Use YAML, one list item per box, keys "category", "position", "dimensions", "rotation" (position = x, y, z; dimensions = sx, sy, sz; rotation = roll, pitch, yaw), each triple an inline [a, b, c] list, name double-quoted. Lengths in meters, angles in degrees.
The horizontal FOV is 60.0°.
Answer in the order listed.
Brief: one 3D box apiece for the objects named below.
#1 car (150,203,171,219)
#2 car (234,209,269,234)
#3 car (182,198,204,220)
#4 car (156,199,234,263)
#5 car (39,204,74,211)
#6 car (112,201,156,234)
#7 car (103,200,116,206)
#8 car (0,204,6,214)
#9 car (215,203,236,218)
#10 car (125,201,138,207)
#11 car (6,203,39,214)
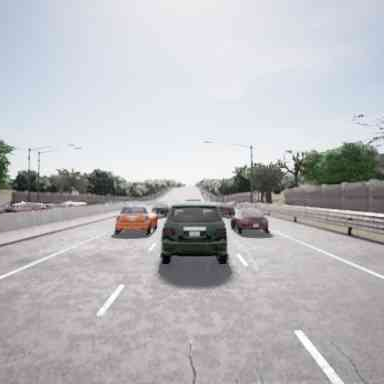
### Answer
- category: "car"
  position: [-3.372, 2.008, 36.315]
  dimensions: [1.837, 1.490, 4.892]
  rotation: [0, -1, 0]
- category: "car"
  position: [3.610, 1.783, 21.192]
  dimensions: [1.812, 1.442, 4.674]
  rotation: [0, -1, -1]
- category: "car"
  position: [0.127, 1.702, 34.964]
  dimensions: [2.150, 2.045, 5.566]
  rotation: [0, -1, 0]
- category: "car"
  position: [0.085, 1.367, 12.624]
  dimensions: [2.150, 2.045, 5.566]
  rotation: [0, 0, 0]
- category: "car"
  position: [-14.068, 2.043, 35.902]
  dimensions: [2.033, 1.411, 5.357]
  rotation: [0, -1, 0]
- category: "car"
  position: [-3.387, 1.606, 21.049]
  dimensions: [2.097, 1.767, 4.553]
  rotation: [0, -1, 0]
- category: "car"
  position: [-20.926, 2.816, 84.770]
  dimensions: [2.128, 1.511, 4.902]
  rotation: [0, -1, 0]
- category: "car"
  position: [-21.065, 2.070, 37.410]
  dimensions: [2.033, 1.411, 5.357]
  rotation: [0, -1, 0]
- category: "car"
  position: [3.630, 1.998, 37.172]
  dimensions: [1.882, 1.535, 5.008]
  rotation: [0, -1, 0]
- category: "car"
  position: [-13.933, 2.715, 77.177]
  dimensions: [2.033, 1.411, 5.357]
  rotation: [0, -1, 0]
- category: "car"
  position: [-17.566, 1.976, 36.105]
  dimensions: [1.882, 1.535, 5.008]
  rotation: [0, -1, 0]
